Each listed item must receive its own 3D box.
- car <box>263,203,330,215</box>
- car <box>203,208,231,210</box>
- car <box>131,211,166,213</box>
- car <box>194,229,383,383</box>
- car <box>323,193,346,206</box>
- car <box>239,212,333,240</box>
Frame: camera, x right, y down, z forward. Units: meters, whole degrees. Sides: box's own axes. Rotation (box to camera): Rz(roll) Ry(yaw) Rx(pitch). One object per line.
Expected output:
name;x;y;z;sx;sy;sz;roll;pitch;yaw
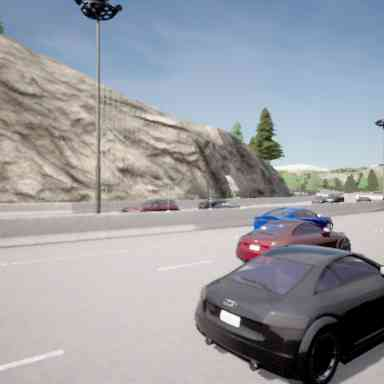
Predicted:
car;5.209;1.499;16.809;5.008;1.535;1.882;0;0;-40
car;2.729;1.643;28.722;4.718;1.301;1.895;0;0;-42
car;-3.255;1.400;28.233;4.553;1.767;2.097;0;0;-40
car;2.085;1.571;5.422;4.181;1.385;1.994;0;0;-37
car;24.186;1.283;56.267;2.150;2.045;5.566;0;0;39
car;3.388;1.578;10.853;4.181;1.385;1.994;0;0;-38
